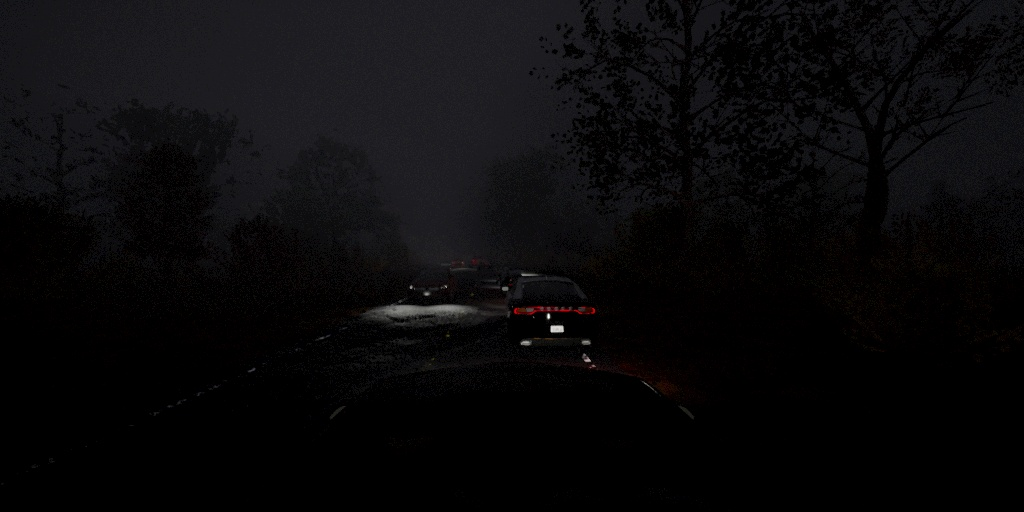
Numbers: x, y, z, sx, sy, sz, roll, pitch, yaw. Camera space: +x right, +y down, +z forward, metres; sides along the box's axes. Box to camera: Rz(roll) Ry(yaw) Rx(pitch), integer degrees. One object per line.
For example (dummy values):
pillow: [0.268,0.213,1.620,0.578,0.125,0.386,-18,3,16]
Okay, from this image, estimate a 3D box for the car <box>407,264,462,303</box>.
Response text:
car: [-3.614,1.275,17.007,1.812,1.442,4.674,0,0,-3]

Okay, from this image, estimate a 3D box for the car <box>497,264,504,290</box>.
car: [0.312,1.275,19.311,1.812,1.442,4.674,0,0,-4]

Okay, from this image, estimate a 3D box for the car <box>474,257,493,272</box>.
car: [-3.581,1.223,47.117,1.882,1.535,5.008,0,0,-9]

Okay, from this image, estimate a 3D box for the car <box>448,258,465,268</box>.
car: [-8.941,1.096,59.098,2.097,1.767,4.553,0,0,-11]

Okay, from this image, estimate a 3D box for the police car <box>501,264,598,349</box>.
police car: [0.774,1.175,9.352,1.930,1.638,5.238,0,0,-2]

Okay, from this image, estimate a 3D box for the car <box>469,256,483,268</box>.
car: [-5.994,0.965,60.674,2.150,2.045,5.566,0,0,-12]
